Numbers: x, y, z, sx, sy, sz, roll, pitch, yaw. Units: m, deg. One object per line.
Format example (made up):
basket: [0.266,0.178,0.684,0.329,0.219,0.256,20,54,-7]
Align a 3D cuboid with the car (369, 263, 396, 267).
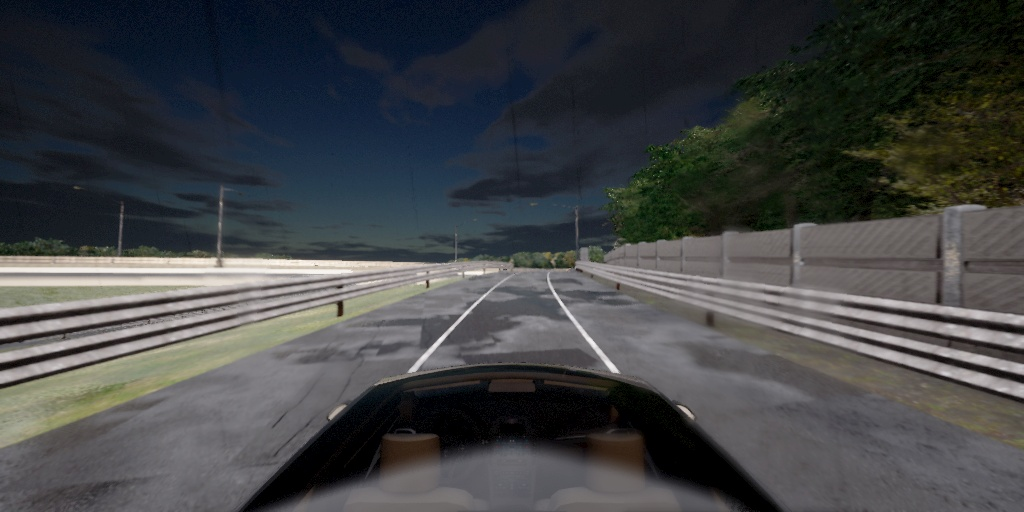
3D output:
car: [-20.597,1.628,57.255,4.181,1.385,1.994,2,-4,-35]
